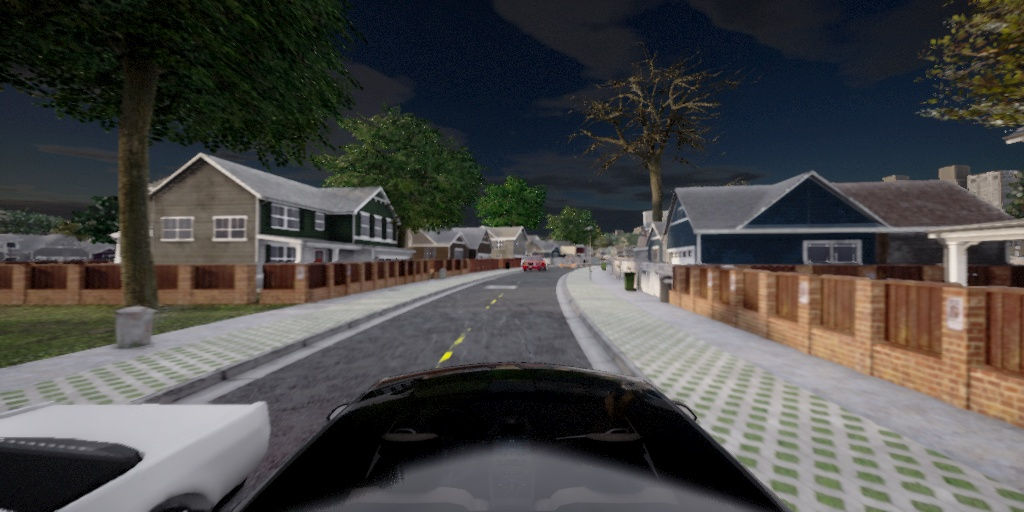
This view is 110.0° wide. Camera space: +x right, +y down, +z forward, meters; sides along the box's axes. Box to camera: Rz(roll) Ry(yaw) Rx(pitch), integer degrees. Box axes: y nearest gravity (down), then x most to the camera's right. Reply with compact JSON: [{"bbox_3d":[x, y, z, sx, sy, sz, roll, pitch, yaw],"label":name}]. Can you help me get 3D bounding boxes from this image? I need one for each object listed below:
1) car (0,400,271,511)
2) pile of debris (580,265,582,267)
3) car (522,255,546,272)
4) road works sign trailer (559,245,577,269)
[{"bbox_3d":[-2.797,1.346,0.518,1.895,1.301,4.718,0,0,0],"label":"car"},{"bbox_3d":[10.876,1.876,60.686,1.860,0.140,1.500,0,0,20],"label":"pile of debris"},{"bbox_3d":[2.828,0.919,44.370,2.150,2.045,5.566,0,0,15],"label":"car"},{"bbox_3d":[8.486,0.165,54.106,2.380,3.560,2.880,0,0,20],"label":"road works sign trailer"}]
